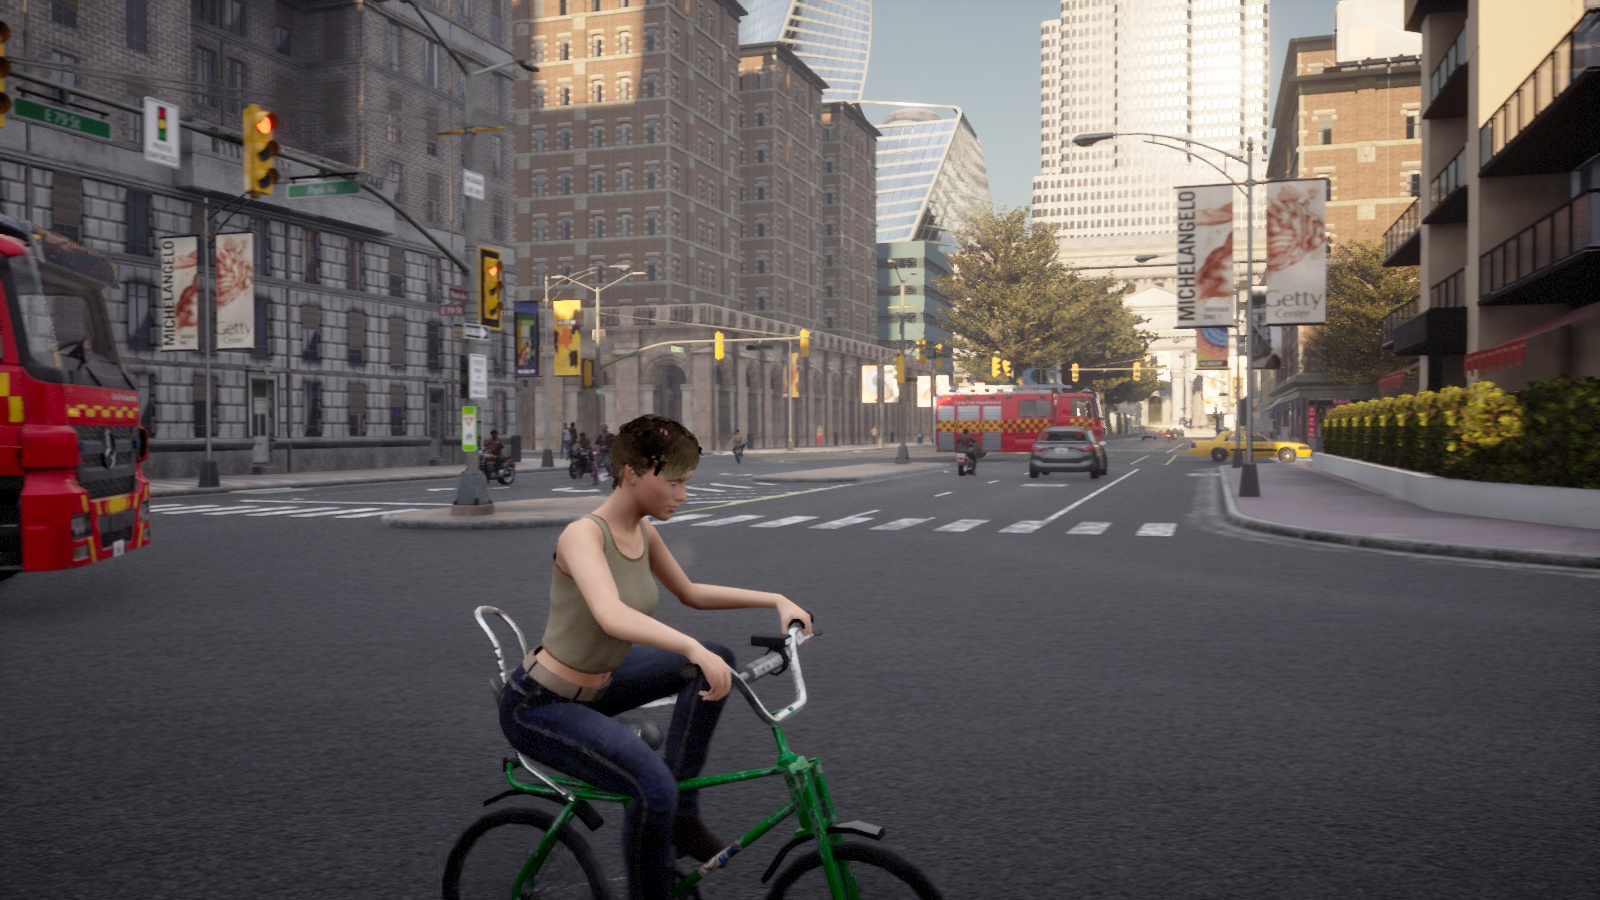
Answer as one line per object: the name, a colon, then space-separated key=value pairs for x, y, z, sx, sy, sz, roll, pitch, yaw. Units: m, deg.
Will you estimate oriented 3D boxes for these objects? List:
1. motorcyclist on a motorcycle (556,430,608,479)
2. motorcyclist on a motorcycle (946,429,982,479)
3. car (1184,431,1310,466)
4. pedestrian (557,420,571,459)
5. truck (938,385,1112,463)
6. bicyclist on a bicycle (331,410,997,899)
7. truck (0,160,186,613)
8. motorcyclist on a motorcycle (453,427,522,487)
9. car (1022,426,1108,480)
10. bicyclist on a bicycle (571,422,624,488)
motorcyclist on a motorcycle: x=-7.106 y=0.126 z=40.965 sx=0.797 sy=1.523 sz=2.044 roll=1 pitch=1 yaw=18
motorcyclist on a motorcycle: x=5.620 y=0.111 z=42.881 sx=0.766 sy=1.649 sz=2.350 roll=1 pitch=1 yaw=18
car: x=20.536 y=-0.084 z=57.903 sx=5.366 sy=1.575 sz=1.801 roll=1 pitch=1 yaw=18
pedestrian: x=-11.185 y=-0.513 z=59.572 sx=0.354 sy=1.836 sz=0.706 roll=0 pitch=1 yaw=17
truck: x=11.561 y=-1.327 z=64.442 sx=8.468 sy=3.827 sz=2.891 roll=1 pitch=1 yaw=18
bicyclist on a bicycle: x=-0.316 y=0.709 z=3.304 sx=1.509 sy=1.612 sz=0.866 roll=1 pitch=1 yaw=19
truck: x=-10.435 y=-0.557 z=11.207 sx=8.468 sy=3.827 sz=2.891 roll=0 pitch=1 yaw=-14
motorcyclist on a motorcycle: x=-8.849 y=0.173 z=35.637 sx=0.766 sy=1.649 sz=2.350 roll=1 pitch=1 yaw=18
car: x=8.779 y=0.043 z=41.284 sx=2.242 sy=1.667 sz=4.611 roll=1 pitch=1 yaw=18
bicyclist on a bicycle: x=-5.539 y=0.124 z=34.498 sx=0.659 sy=1.776 sz=1.843 roll=1 pitch=1 yaw=18
